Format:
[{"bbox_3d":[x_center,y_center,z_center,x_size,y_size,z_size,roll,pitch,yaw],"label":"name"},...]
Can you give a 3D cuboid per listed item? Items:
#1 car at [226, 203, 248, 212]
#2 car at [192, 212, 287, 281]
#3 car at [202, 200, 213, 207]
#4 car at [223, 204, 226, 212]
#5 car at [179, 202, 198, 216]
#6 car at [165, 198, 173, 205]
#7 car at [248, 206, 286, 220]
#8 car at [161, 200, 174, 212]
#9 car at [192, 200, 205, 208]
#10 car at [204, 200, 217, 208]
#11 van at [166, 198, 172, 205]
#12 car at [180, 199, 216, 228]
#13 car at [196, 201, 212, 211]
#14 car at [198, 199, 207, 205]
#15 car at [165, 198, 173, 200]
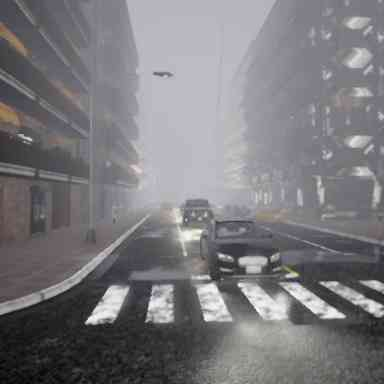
[{"bbox_3d":[5.430,1.992,37.875,1.887,1.381,4.507,0,-1,-4],"label":"car"},{"bbox_3d":[1.324,1.618,10.387,2.128,1.511,4.902,0,-1,-4],"label":"car"},{"bbox_3d":[3.339,2.453,71.781,2.008,1.369,4.403,0,-1,-4],"label":"car"},{"bbox_3d":[5.082,2.067,43.525,1.887,1.381,4.507,0,-1,-4],"label":"car"},{"bbox_3d":[-0.500,1.988,40.395,2.128,1.511,4.902,0,-1,-3],"label":"car"},{"bbox_3d":[-6.424,2.553,93.890,2.192,1.841,5.009,0,-1,-4],"label":"car"},{"bbox_3d":[6.117,1.829,26.745,1.752,1.417,4.829,0,-1,-4],"label":"car"},{"bbox_3d":[-3.633,2.198,48.680,1.802,1.307,4.206,0,-1,-4],"label":"car"},{"bbox_3d":[1.255,2.290,63.479,2.128,1.511,4.902,0,-1,-4],"label":"car"},{"bbox_3d":[3.687,2.377,66.130,2.008,1.369,4.403,0,-1,-4],"label":"car"},{"bbox_3d":[-6.074,2.494,88.241,1.690,1.788,3.998,0,-1,-4],"label":"van"},{"bbox_3d":[0.392,1.528,25.468,2.150,2.045,5.566,0,-1,-3],"label":"car"},{"bbox_3d":[1.896,2.151,53.137,2.128,1.511,4.902,0,-1,-4],"label":"car"},{"bbox_3d":[2.641,2.496,83.083,1.967,1.590,4.097,0,-1,-4],"label":"car"},{"bbox_3d":[-5.028,2.235,71.289,2.192,1.841,5.009,0,-1,-4],"label":"car"}]
